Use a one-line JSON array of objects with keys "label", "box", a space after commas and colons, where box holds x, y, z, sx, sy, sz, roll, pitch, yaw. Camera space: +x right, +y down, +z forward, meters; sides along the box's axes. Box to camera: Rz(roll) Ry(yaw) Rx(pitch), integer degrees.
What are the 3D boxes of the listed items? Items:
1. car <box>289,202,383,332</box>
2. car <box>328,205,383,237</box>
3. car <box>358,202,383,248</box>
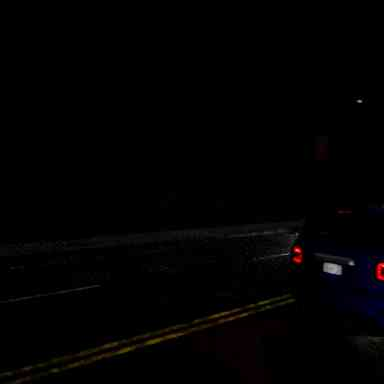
[{"label": "car", "box": [4.284, 1.217, 6.514, 5.566, 2.045, 2.150, 0, 0, -35]}, {"label": "car", "box": [9.729, 1.534, 18.609, 4.181, 1.385, 1.994, 0, 0, -35]}, {"label": "car", "box": [9.420, 1.329, 14.398, 4.553, 1.767, 2.097, 0, 0, -35]}]
